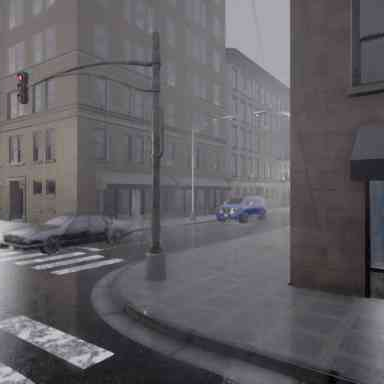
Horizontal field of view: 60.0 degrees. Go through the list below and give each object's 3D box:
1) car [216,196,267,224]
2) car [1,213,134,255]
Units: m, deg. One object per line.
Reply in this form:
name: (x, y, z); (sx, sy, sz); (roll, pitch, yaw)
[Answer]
car: (4.070, 1.362, 26.586); (2.150, 2.045, 5.566); (0, 0, 35)
car: (-4.884, 1.603, 13.997); (2.033, 1.411, 5.357); (0, 0, 35)
